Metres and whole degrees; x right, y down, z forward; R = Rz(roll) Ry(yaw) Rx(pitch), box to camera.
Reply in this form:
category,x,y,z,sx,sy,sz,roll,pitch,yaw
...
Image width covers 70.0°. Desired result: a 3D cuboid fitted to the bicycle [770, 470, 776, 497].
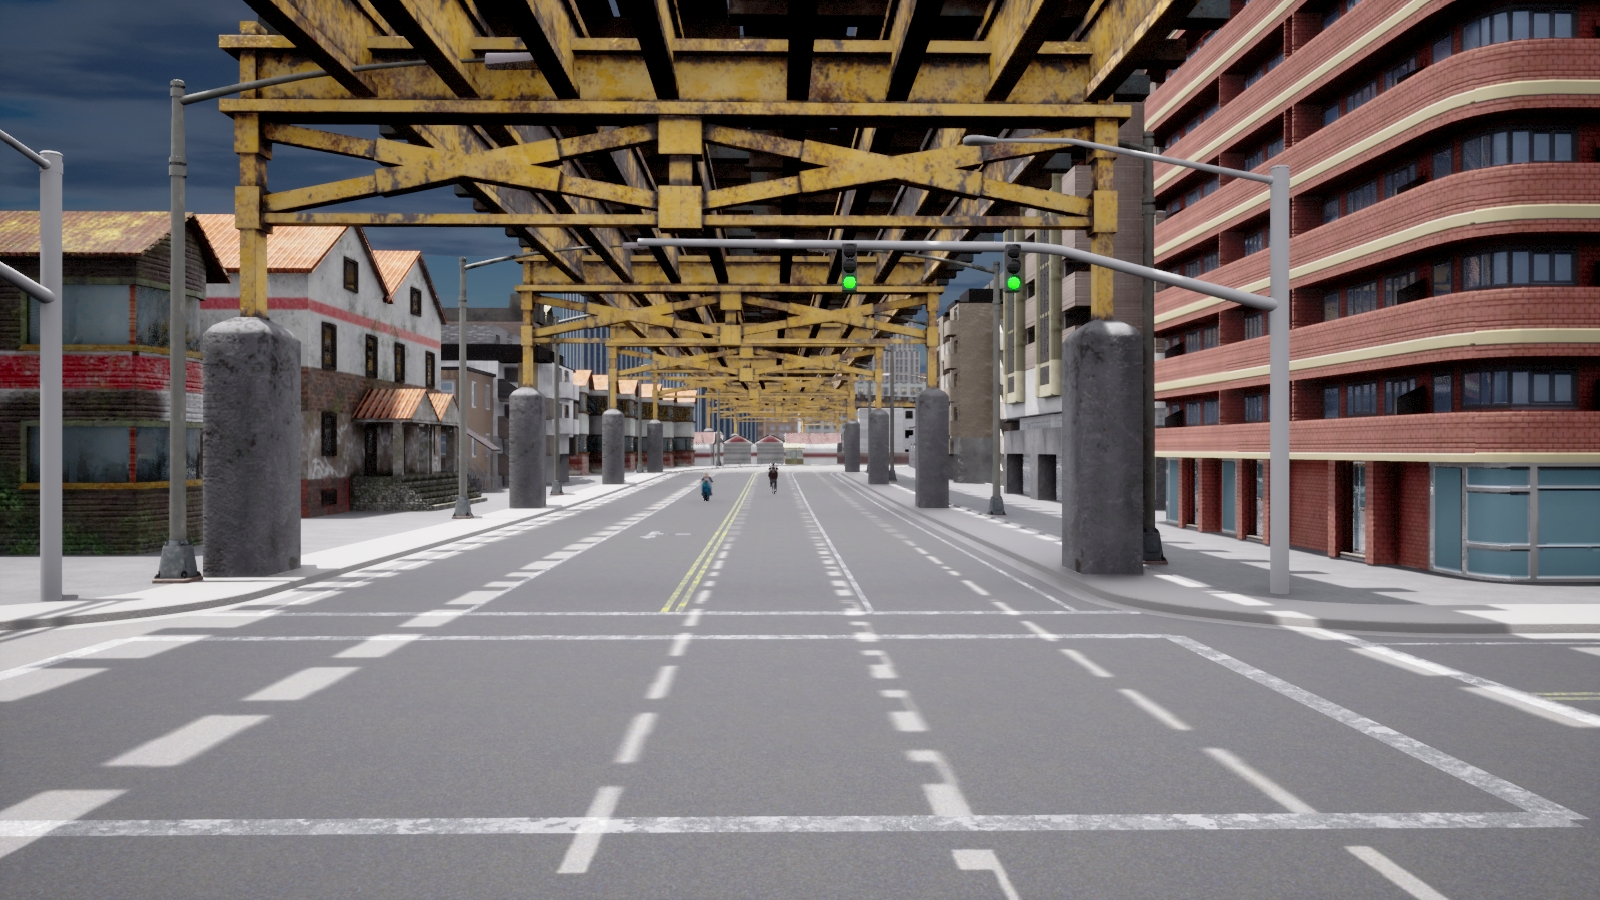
category,x,y,z,sx,sy,sz,roll,pitch,yaw
bicycle,-1.556,1.912,65.984,0.329,1.496,1.835,0,1,-2
